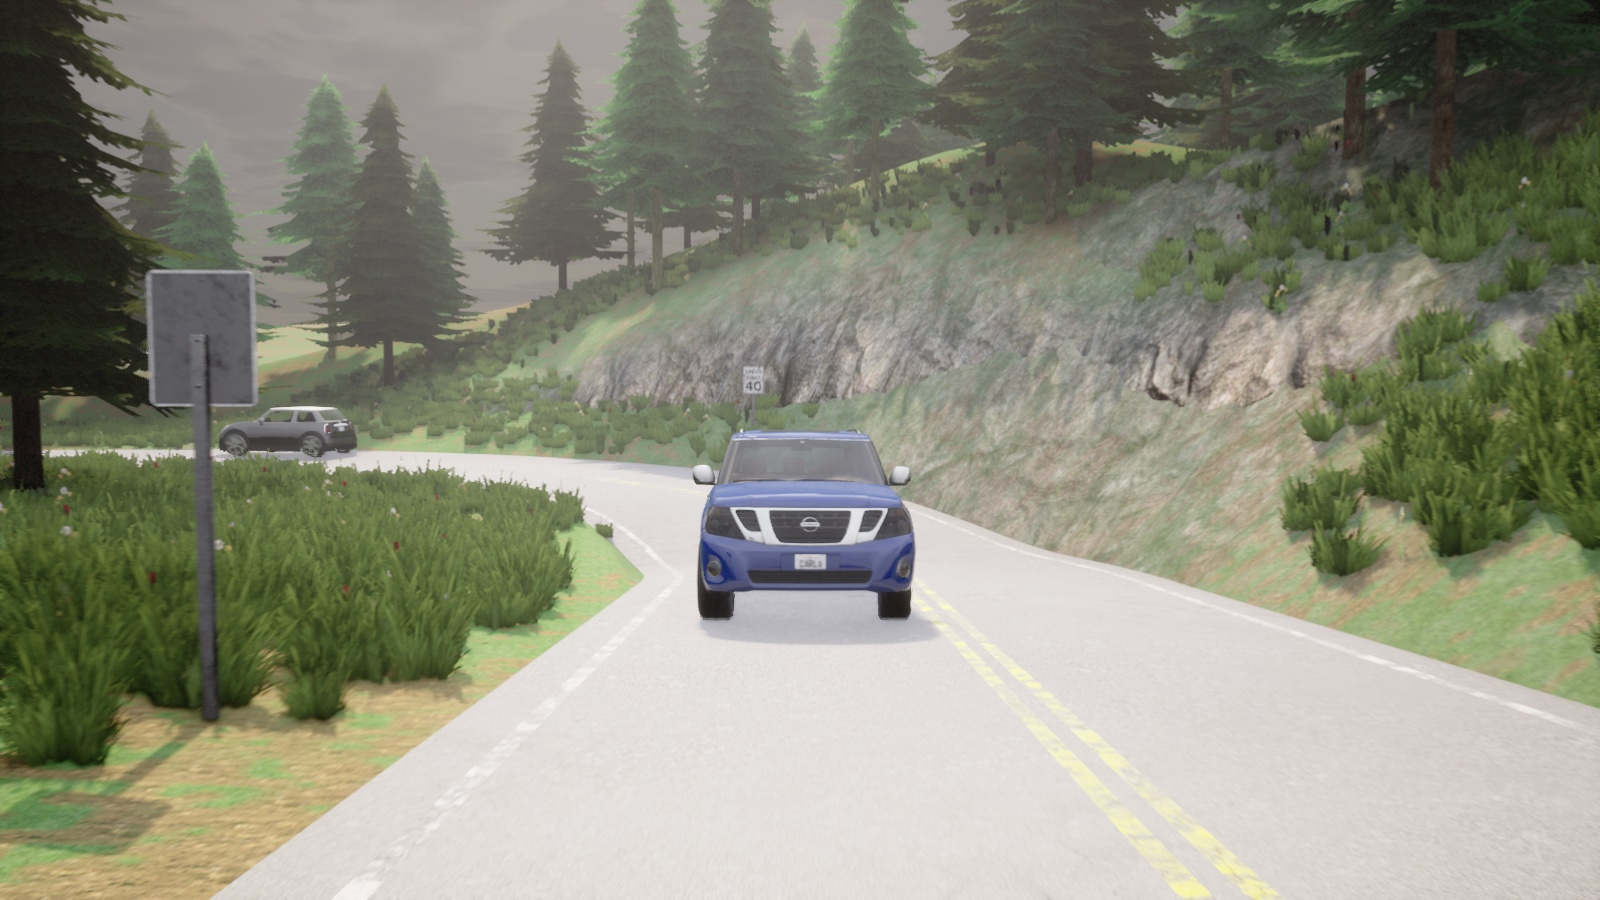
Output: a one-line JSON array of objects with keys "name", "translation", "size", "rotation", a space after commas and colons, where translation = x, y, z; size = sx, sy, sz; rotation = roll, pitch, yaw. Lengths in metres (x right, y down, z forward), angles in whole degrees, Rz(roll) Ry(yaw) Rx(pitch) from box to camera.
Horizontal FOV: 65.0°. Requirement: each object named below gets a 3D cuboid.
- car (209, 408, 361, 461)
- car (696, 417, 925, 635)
[{"name": "car", "translation": [-15.685, -0.492, 38.353], "size": [3.806, 1.475, 1.970], "rotation": [1, 4, 10]}, {"name": "car", "translation": [-0.001, 0.752, 14.612], "size": [2.150, 2.045, 5.566], "rotation": [0, -1, -2]}]
